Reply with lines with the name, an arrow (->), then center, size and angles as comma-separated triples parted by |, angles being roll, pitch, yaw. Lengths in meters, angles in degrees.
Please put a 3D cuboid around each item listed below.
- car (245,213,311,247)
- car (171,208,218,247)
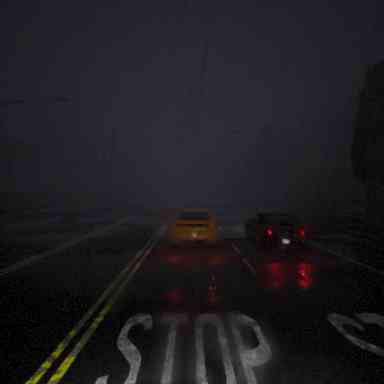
car -> 3.581, 1.595, 14.889 | 1.895, 1.301, 4.718 | 0, 0, 0
car -> 0.082, 1.471, 14.972 | 1.882, 1.535, 5.008 | 0, 0, 0
